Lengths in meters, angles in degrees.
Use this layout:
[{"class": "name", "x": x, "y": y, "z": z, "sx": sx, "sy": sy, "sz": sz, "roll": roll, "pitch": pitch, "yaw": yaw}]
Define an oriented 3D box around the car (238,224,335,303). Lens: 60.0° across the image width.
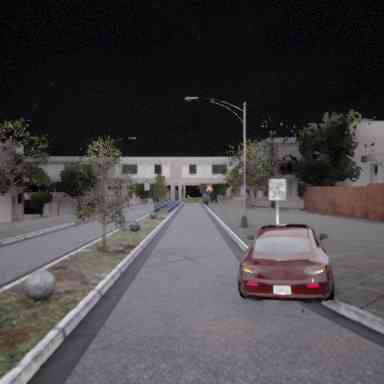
[{"class": "car", "x": 2.264, "y": 1.486, "z": 7.991, "sx": 1.812, "sy": 1.442, "sz": 4.674, "roll": -3, "pitch": 0, "yaw": 18}]
